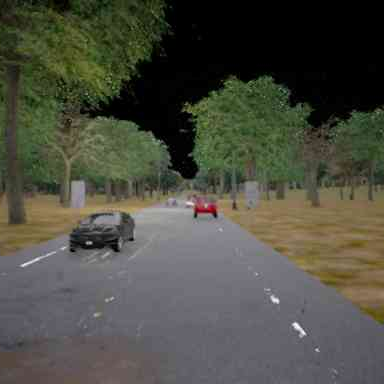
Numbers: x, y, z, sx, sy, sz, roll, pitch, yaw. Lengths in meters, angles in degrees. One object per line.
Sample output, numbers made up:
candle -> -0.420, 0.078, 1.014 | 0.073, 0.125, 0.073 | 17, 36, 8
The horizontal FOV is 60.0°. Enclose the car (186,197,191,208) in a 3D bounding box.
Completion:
car -> 0.019, 1.783, 51.471 | 1.895, 1.301, 4.718 | 0, 0, 0

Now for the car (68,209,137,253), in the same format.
car -> -3.596, 1.528, 14.127 | 1.882, 1.535, 5.008 | 0, 0, 0

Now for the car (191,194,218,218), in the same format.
car -> 1.234, 1.340, 31.596 | 2.150, 2.045, 5.566 | 0, 0, 0

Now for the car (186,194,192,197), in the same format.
car -> 0.018, 1.405, 67.007 | 2.150, 2.045, 5.566 | 0, 0, 0

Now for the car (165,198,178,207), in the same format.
car -> -3.527, 1.721, 56.978 | 1.812, 1.442, 4.674 | 0, 0, 1
